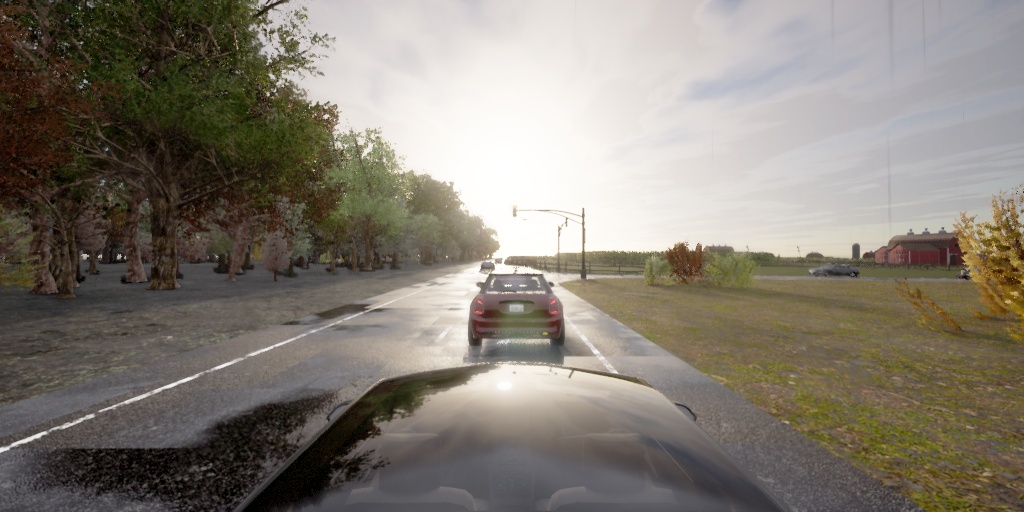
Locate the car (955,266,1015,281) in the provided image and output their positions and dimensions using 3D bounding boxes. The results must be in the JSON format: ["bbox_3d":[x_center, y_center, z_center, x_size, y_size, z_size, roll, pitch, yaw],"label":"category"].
[{"bbox_3d":[49.622,1.782,37.111,4.902,1.511,2.128,1,-1,0],"label":"car"}]

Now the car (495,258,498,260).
[{"bbox_3d":[-3.425,1.322,51.619,1.994,1.385,4.181,0,0,0],"label":"car"}]

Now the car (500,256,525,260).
[{"bbox_3d":[0.401,0.978,50.579,2.150,2.045,5.566,-1,0,-14],"label":"car"}]

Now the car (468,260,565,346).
[{"bbox_3d":[0.095,1.104,9.570,2.097,1.767,4.553,0,0,0],"label":"car"}]

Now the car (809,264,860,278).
[{"bbox_3d":[36.572,1.701,40.759,4.902,1.511,2.128,1,-1,0],"label":"car"}]

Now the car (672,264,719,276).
[{"bbox_3d":[21.011,1.586,40.827,5.357,1.411,2.033,1,-1,0],"label":"car"}]
